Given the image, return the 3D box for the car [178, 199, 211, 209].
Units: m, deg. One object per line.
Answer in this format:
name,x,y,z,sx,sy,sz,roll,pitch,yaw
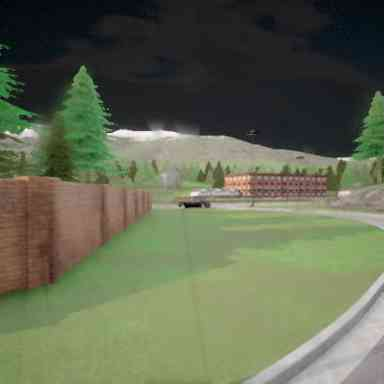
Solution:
car,0.388,1.757,50.058,5.008,1.535,1.882,0,0,16
